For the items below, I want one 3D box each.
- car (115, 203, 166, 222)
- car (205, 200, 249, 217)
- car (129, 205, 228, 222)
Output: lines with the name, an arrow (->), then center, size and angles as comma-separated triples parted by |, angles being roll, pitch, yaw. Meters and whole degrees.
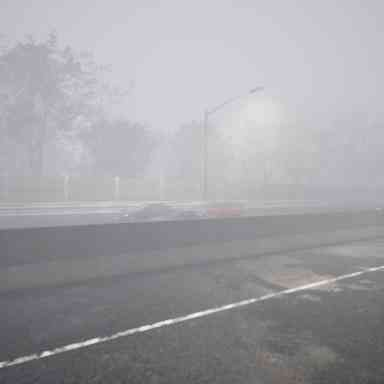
car -> -3.000, 1.488, 23.277 | 4.674, 1.442, 1.812 | 0, 0, -35
car -> 1.670, 1.339, 22.263 | 4.553, 1.767, 2.097 | 0, 0, -35
car -> -0.610, 1.544, 16.387 | 4.181, 1.385, 1.994 | 0, 0, -35
